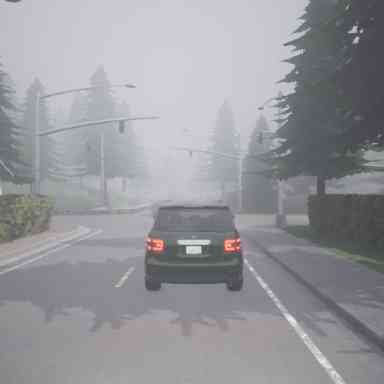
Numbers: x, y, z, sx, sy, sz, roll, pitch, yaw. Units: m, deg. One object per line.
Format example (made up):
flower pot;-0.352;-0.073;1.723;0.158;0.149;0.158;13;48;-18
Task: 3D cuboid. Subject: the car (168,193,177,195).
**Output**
car;-3.689;1.225;63.635;2.150;2.045;5.566;0;0;-5

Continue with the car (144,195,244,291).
car;0.052;1.221;9.156;2.150;2.045;5.566;0;0;0

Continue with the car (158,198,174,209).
car;-3.651;1.601;46.920;1.895;1.301;4.718;0;0;0

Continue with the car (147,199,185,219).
car;-2.461;1.482;30.396;2.128;1.511;4.902;0;0;-22

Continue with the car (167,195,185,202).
car;-3.628;1.524;74.105;1.812;1.442;4.674;0;0;-35
